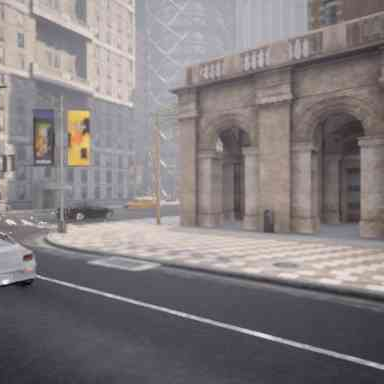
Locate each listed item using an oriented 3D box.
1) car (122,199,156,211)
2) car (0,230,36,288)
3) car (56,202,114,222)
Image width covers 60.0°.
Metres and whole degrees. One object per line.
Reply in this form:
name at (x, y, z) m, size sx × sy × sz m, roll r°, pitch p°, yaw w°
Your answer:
car at (-6.763, 1.621, 42.944) m, size 1.882 × 1.535 × 5.008 m, roll 0°, pitch 0°, yaw 36°
car at (-5.577, 1.569, 8.108) m, size 4.674 × 1.442 × 1.812 m, roll 0°, pitch 0°, yaw 38°
car at (-8.758, 1.586, 27.676) m, size 1.882 × 1.535 × 5.008 m, roll -1°, pitch 0°, yaw 33°
